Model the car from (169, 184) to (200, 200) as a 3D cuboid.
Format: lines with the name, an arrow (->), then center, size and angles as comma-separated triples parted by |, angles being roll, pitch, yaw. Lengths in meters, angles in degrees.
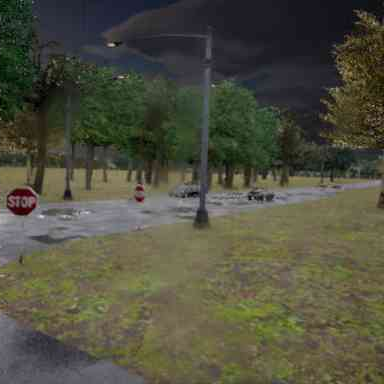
car -> -0.663, -0.163, 38.256 | 2.097, 1.767, 4.553 | 5, 4, 35

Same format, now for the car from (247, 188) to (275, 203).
car -> 8.108, 0.342, 38.580 | 1.837, 1.490, 4.892 | 5, 4, 35

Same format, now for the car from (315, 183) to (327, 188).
car -> 33.742, -1.687, 86.920 | 1.895, 1.301, 4.718 | 5, 4, 35
